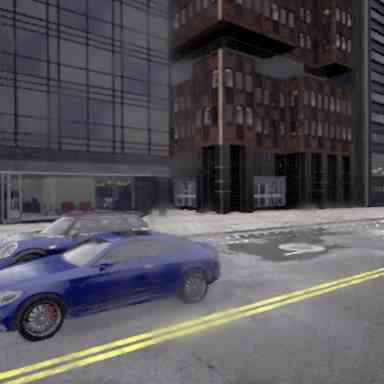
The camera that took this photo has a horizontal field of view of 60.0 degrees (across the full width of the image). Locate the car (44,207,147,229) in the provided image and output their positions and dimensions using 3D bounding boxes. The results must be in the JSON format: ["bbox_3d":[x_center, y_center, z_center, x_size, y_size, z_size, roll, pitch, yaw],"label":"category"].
[{"bbox_3d":[-3.175,1.351,9.404,4.553,1.767,2.097,0,0,-35],"label":"car"}]

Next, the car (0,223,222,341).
[{"bbox_3d":[-1.502,1.525,6.621,4.674,1.442,1.812,0,0,-35],"label":"car"}]
